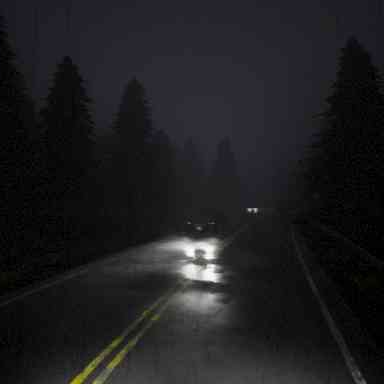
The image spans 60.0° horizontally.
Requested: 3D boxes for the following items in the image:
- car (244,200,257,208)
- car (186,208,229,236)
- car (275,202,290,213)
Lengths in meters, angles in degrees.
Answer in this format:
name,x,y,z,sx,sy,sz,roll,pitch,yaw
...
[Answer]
name,x,y,z,sx,sy,sz,roll,pitch,yaw
car,10.853,2.175,62.015,2.128,1.511,4.902,1,0,-2
car,1.023,1.718,20.120,2.128,1.511,4.902,0,-1,16
car,11.933,2.046,43.885,2.033,1.411,5.357,0,-1,16
